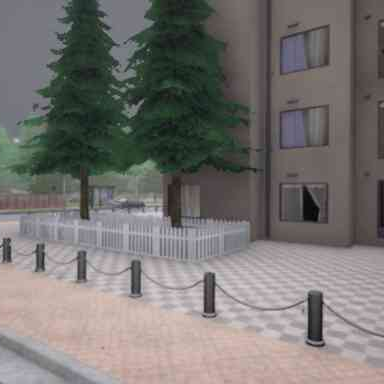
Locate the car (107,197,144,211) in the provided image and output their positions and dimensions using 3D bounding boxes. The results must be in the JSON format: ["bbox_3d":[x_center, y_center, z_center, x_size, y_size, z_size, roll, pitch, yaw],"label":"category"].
[{"bbox_3d":[-7.606,1.351,38.596,1.812,1.442,4.674,0,0,37],"label":"car"}]
